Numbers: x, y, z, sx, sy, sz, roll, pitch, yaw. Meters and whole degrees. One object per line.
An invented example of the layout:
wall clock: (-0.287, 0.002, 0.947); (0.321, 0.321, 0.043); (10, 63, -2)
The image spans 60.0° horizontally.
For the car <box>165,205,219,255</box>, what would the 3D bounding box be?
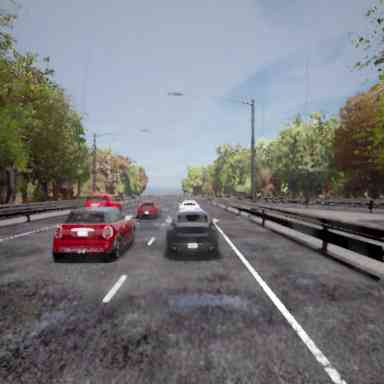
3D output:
car: (0.010, 1.484, 13.165); (1.837, 1.490, 4.892); (0, 0, 0)

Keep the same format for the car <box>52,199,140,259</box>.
car: (-3.489, 1.335, 12.699); (2.097, 1.767, 4.553); (0, 0, 0)

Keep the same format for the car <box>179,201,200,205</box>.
car: (-0.224, 1.493, 29.306); (1.812, 1.442, 4.674); (0, 0, -1)

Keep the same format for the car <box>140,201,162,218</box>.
car: (-3.727, 1.494, 29.355); (1.812, 1.442, 4.674); (0, 0, -1)

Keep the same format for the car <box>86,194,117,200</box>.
car: (-7.189, 1.191, 27.292); (2.150, 2.045, 5.566); (0, 0, -1)
